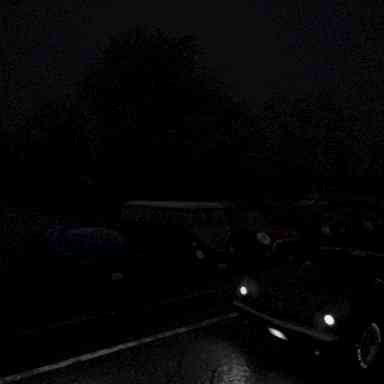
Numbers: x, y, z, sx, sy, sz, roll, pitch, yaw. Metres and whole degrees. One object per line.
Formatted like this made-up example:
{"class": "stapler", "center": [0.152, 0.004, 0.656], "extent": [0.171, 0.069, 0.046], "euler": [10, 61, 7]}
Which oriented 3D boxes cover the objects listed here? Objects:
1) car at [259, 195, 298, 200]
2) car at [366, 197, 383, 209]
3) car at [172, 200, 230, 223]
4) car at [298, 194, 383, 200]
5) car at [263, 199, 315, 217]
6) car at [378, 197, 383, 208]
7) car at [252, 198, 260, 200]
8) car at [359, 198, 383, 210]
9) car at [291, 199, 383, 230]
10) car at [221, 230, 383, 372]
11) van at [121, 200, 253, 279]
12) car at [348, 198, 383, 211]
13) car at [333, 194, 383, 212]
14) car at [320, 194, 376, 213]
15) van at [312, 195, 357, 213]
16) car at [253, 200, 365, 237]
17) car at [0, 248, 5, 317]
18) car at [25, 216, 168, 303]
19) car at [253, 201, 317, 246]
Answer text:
{"class": "car", "center": [7.358, 1.391, 31.896], "extent": [2.185, 1.767, 4.553], "euler": [0, 0, -36]}
{"class": "car", "center": [27.588, 1.520, 46.562], "extent": [1.946, 1.575, 5.366], "euler": [0, 0, -36]}
{"class": "car", "center": [0.601, 1.504, 27.029], "extent": [2.231, 1.521, 4.892], "euler": [0, 0, -36]}
{"class": "car", "center": [8.536, 1.250, 16.581], "extent": [2.435, 2.045, 5.566], "euler": [0, 0, -36]}
{"class": "car", "center": [9.651, 1.551, 33.463], "extent": [2.163, 1.488, 4.792], "euler": [0, 0, -36]}
{"class": "car", "center": [29.957, 1.510, 48.024], "extent": [2.097, 1.535, 5.008], "euler": [0, 0, -36]}
{"class": "car", "center": [2.971, 1.504, 28.490], "extent": [1.946, 1.575, 5.366], "euler": [0, 0, -36]}
{"class": "car", "center": [25.459, 1.564, 44.775], "extent": [2.163, 1.488, 4.792], "euler": [0, 0, -36]}
{"class": "car", "center": [6.258, 1.371, 14.947], "extent": [2.185, 1.767, 4.553], "euler": [0, 0, -36]}
{"class": "car", "center": [2.956, 1.609, 5.795], "extent": [4.718, 1.301, 1.895], "euler": [0, 0, -36]}
{"class": "van", "center": [-0.531, 1.257, 9.984], "extent": [1.878, 1.987, 4.442], "euler": [0, 0, -36]}
{"class": "car", "center": [23.161, 1.567, 43.203], "extent": [2.163, 1.488, 4.792], "euler": [0, 0, -36]}
{"class": "car", "center": [20.938, 1.289, 41.541], "extent": [2.435, 2.045, 5.566], "euler": [0, 0, -36]}
{"class": "car", "center": [18.647, 1.289, 39.972], "extent": [2.435, 2.045, 5.566], "euler": [0, 0, -36]}
{"class": "van", "center": [16.338, 1.310, 38.428], "extent": [1.878, 1.987, 4.442], "euler": [0, 0, -36]}
{"class": "car", "center": [3.978, 1.366, 13.316], "extent": [2.185, 1.767, 4.553], "euler": [0, 0, -36]}
{"class": "car", "center": [-5.142, 1.503, 6.792], "extent": [2.163, 1.488, 4.792], "euler": [0, 0, -36]}
{"class": "car", "center": [-2.876, 1.478, 8.443], "extent": [2.097, 1.535, 5.008], "euler": [0, 0, -36]}
{"class": "car", "center": [1.662, 1.362, 11.735], "extent": [2.185, 1.767, 4.553], "euler": [0, 0, -36]}
